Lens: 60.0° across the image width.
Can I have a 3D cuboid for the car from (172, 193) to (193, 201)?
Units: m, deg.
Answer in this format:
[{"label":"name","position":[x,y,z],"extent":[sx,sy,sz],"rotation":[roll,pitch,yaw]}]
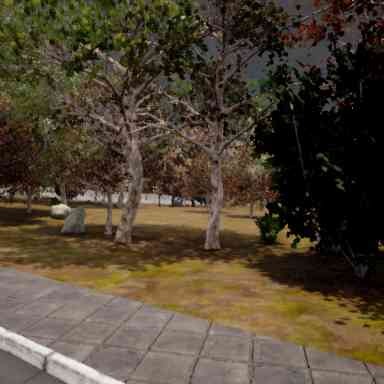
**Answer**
[{"label":"car","position":[-3.234,1.310,94.164],"extent":[2.435,2.045,5.566],"rotation":[6,1,41]}]
